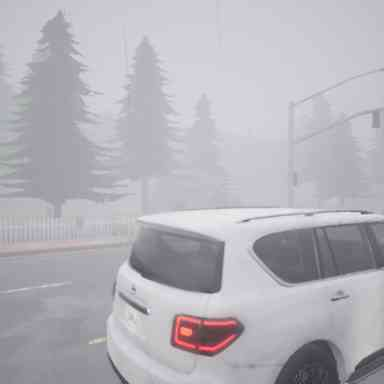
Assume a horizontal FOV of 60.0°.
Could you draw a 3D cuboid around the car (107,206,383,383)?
[{"bbox_3d":[1.676,1.218,4.562,5.566,2.045,2.150,0,0,-34],"label":"car"}]
